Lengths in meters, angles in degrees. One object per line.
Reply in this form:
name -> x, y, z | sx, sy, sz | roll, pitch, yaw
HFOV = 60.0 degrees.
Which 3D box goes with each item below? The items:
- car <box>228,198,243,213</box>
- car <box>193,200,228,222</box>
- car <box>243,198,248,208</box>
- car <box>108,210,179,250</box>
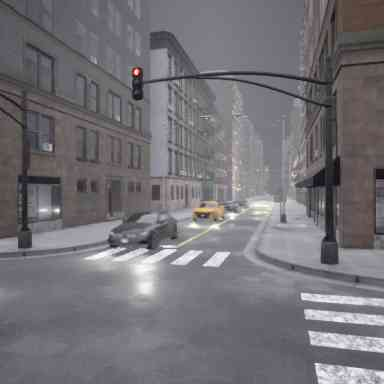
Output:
car -> 4.240, 1.618, 37.853 | 1.994, 1.385, 4.181 | 0, 0, 15
car -> 1.432, 1.520, 27.301 | 1.882, 1.535, 5.008 | 0, 0, 15
car -> 7.128, 1.614, 48.583 | 2.033, 1.411, 5.357 | 0, 0, 15
car -> -1.924, 1.555, 14.646 | 1.812, 1.442, 4.674 | 0, 0, 15
